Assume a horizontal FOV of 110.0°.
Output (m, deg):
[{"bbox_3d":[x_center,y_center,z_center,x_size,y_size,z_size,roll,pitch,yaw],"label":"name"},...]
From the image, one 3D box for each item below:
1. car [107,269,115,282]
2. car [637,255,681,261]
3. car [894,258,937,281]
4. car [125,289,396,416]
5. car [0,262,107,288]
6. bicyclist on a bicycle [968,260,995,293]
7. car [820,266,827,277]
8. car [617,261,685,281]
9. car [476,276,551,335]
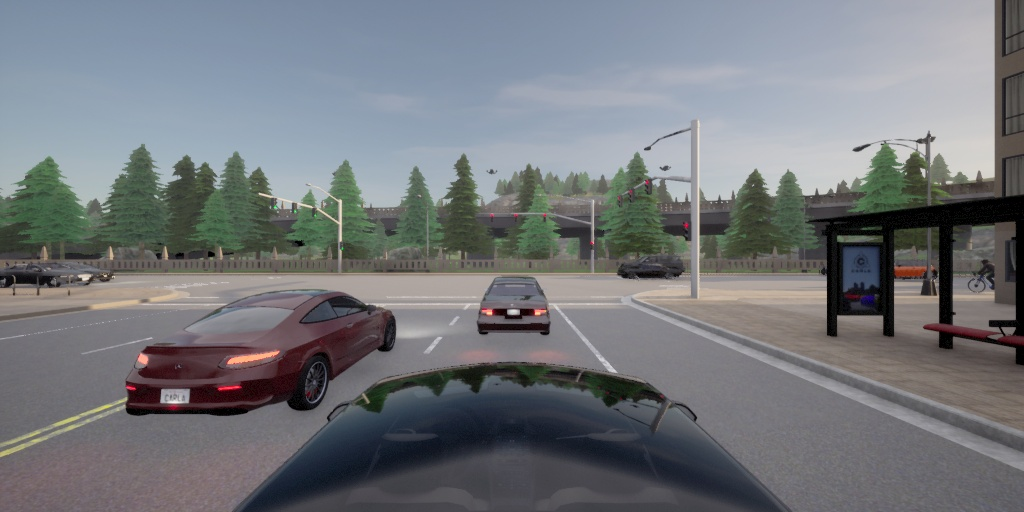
[{"bbox_3d":[-31.832,1.199,25.959,4.892,1.490,1.837,0,0,1],"label":"car"},{"bbox_3d":[12.714,0.917,32.671,5.566,2.045,2.150,0,0,1],"label":"car"},{"bbox_3d":[30.418,1.046,28.514,4.553,1.767,2.097,0,0,7],"label":"car"},{"bbox_3d":[-3.448,1.276,5.987,1.812,1.442,4.674,0,0,0],"label":"car"},{"bbox_3d":[-29.181,1.186,22.406,4.902,1.511,2.128,0,0,-2],"label":"car"},{"bbox_3d":[22.752,0.995,17.082,0.582,1.620,1.656,0,0,1],"label":"bicyclist on a bicycle"},{"bbox_3d":[30.527,1.172,32.011,5.008,1.535,1.882,0,0,6],"label":"car"},{"bbox_3d":[11.064,1.295,29.175,4.718,1.301,1.895,0,0,0],"label":"car"},{"bbox_3d":[0.086,1.297,10.483,2.033,1.411,5.357,0,0,1],"label":"car"}]
